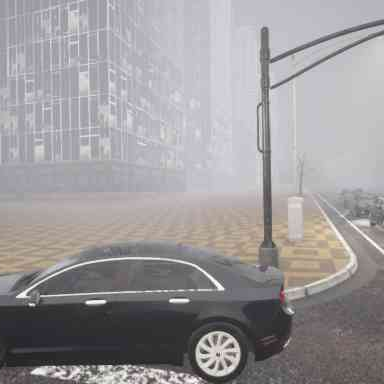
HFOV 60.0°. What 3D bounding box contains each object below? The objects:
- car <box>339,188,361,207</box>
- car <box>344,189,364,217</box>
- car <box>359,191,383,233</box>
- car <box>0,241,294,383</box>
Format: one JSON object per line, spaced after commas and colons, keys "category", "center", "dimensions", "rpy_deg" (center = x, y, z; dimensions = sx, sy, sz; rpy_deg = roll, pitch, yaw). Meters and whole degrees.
{"category": "car", "center": [13.025, 0.453, 26.784], "dimensions": [2.128, 1.511, 4.902], "rpy_deg": [-1, 2, 18]}
{"category": "car", "center": [11.037, 0.759, 20.718], "dimensions": [1.994, 1.385, 4.181], "rpy_deg": [-1, 2, 17]}
{"category": "car", "center": [8.995, 0.928, 14.422], "dimensions": [2.128, 1.511, 4.902], "rpy_deg": [-1, 2, 18]}
{"category": "car", "center": [-1.085, 1.505, 4.775], "dimensions": [4.892, 1.490, 1.837], "rpy_deg": [0, 0, 0]}
